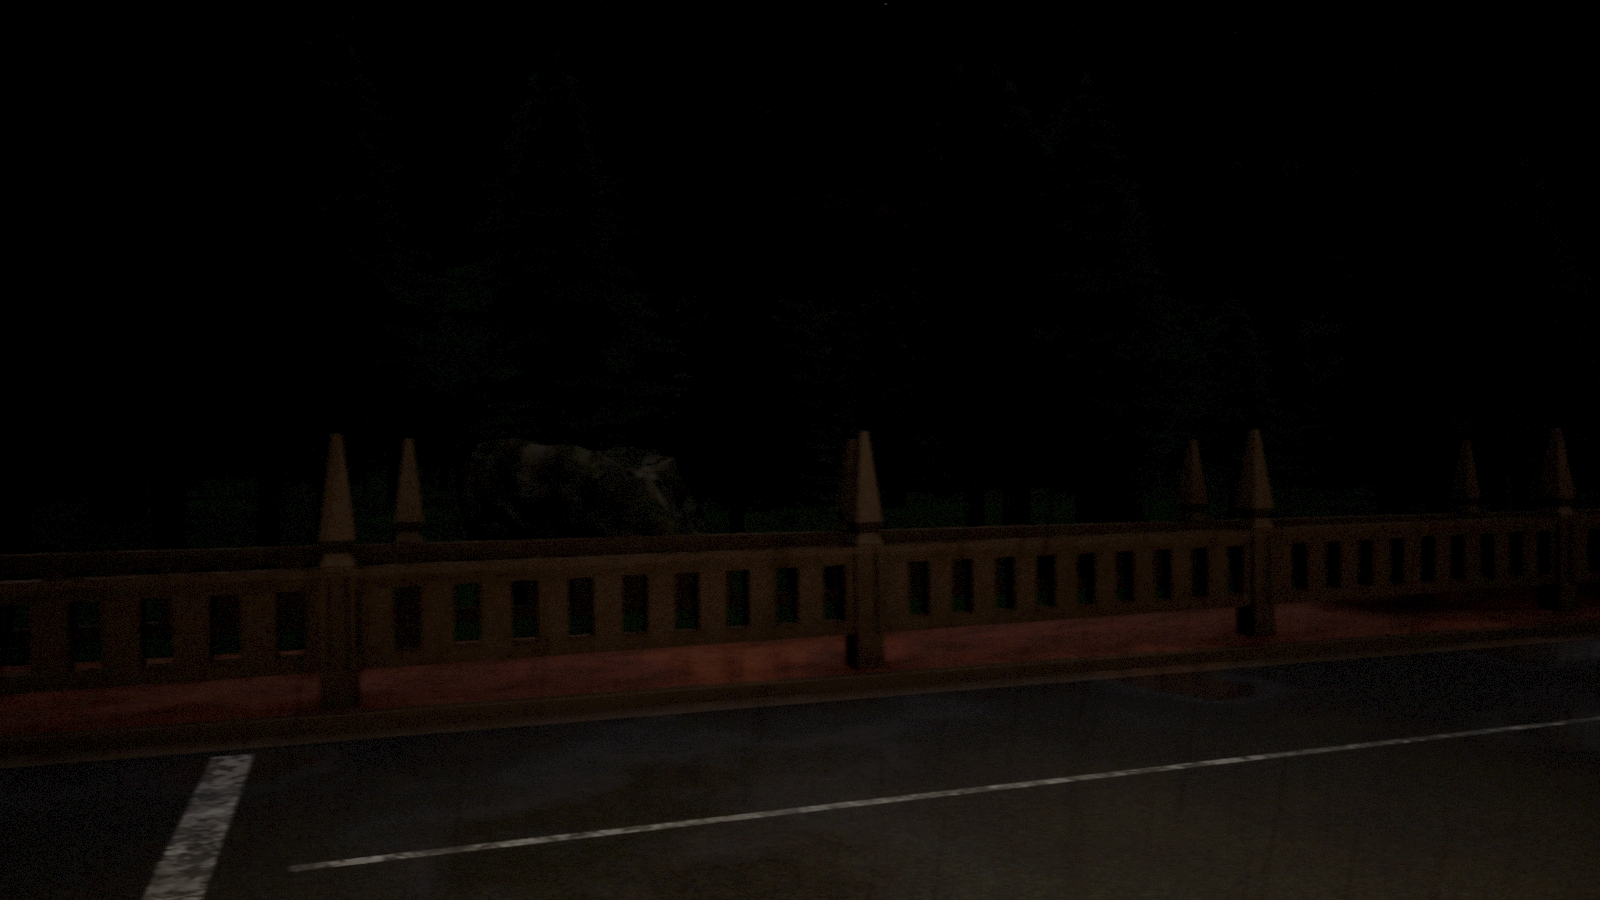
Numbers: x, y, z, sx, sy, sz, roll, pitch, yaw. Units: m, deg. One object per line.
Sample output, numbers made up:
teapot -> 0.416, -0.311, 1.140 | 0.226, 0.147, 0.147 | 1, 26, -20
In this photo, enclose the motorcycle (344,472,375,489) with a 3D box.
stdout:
motorcycle -> -31.541, 2.188, 81.881 | 2.033, 1.199, 0.803 | 0, 0, -20
